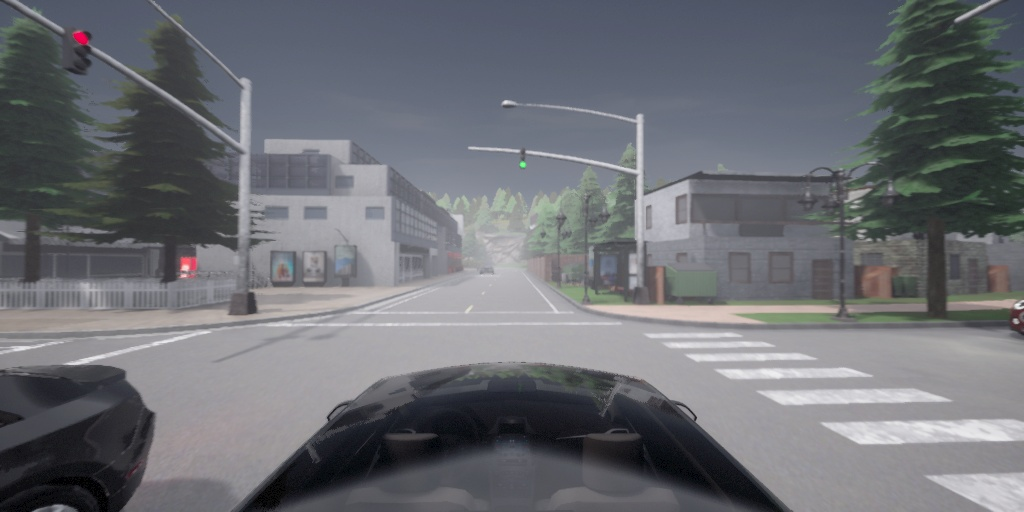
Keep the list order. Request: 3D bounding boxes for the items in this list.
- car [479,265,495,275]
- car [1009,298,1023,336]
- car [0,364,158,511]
[{"bbox_3d":[-3.495,1.970,51.023,1.994,1.385,4.181,0,-1,0],"label":"car"},{"bbox_3d":[14.888,1.203,8.541,4.553,1.767,2.097,0,-1,-8],"label":"car"},{"bbox_3d":[-3.501,1.236,0.526,1.837,1.490,4.892,0,0,0],"label":"car"}]
